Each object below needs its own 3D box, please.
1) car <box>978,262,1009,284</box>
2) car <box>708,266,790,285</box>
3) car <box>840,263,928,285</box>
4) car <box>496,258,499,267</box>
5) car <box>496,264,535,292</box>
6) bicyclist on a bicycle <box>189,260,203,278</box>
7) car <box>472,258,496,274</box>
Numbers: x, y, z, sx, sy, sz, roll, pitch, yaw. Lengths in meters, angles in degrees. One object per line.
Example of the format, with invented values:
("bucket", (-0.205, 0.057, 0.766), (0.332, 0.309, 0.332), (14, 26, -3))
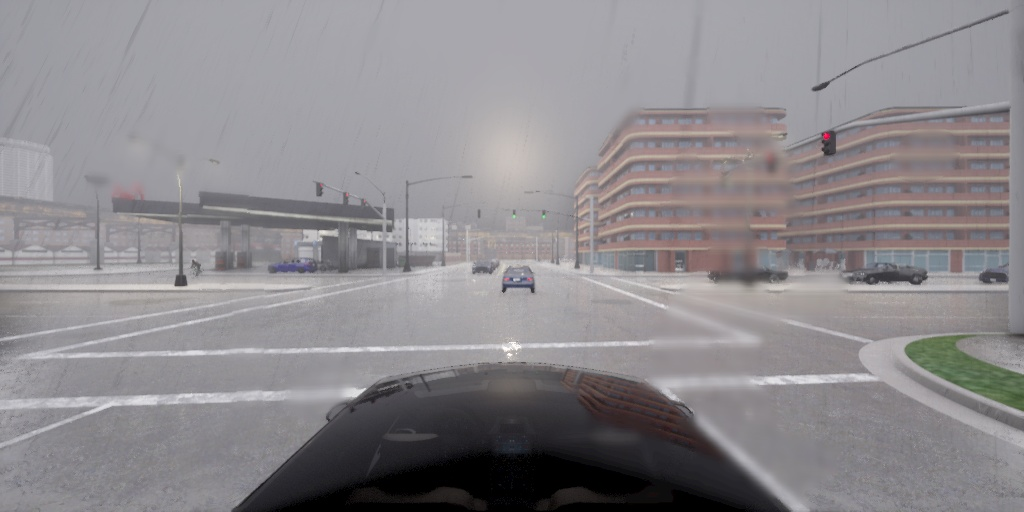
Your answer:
("car", (35.444, 1.079, 24.716), (4.553, 1.767, 2.097), (0, 0, 1))
("car", (16.287, 1.327, 24.880), (4.718, 1.301, 1.895), (0, 0, -3))
("car", (25.625, 1.216, 24.790), (4.902, 1.511, 2.128), (0, 0, 1))
("car", (-3.229, 1.266, 49.066), (1.994, 1.385, 4.181), (0, 0, 0))
("car", (0.400, 1.278, 21.214), (2.033, 1.411, 5.357), (0, 0, 2))
("bicyclist on a bicycle", (-29.069, 1.149, 33.040), (0.582, 1.620, 1.656), (-10, 5, 0))
("car", (-3.164, 1.064, 39.564), (2.097, 1.767, 4.553), (0, 0, 0))
